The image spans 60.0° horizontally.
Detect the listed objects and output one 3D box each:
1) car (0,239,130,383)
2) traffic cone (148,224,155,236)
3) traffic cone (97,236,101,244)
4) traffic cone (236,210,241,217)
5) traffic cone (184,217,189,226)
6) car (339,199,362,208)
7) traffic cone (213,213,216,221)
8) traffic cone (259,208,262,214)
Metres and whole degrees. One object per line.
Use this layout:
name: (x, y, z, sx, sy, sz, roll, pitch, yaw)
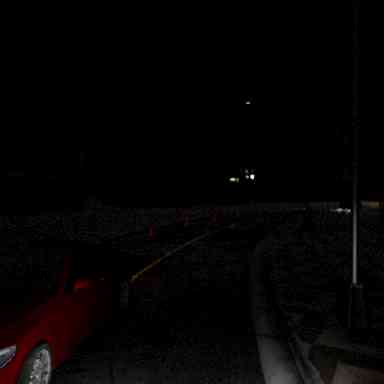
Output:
car: (-2.295, 1.533, 5.061, 1.812, 1.442, 4.674, 0, 0, 6)
traffic cone: (-2.170, 1.999, 17.701, 0.340, 0.580, 0.340, 0, 0, 18)
traffic cone: (-3.540, 1.979, 12.654, 0.340, 0.580, 0.340, 0, 0, 13)
traffic cone: (4.455, 2.062, 31.882, 0.340, 0.580, 0.340, 0, 0, 32)
traffic cone: (-0.371, 2.021, 22.613, 0.340, 0.580, 0.340, 0, 0, 23)
car: (22.996, 1.722, 48.220, 4.181, 1.385, 1.994, 0, 0, -42)
traffic cone: (1.843, 2.044, 27.352, 0.340, 0.580, 0.340, 0, 0, 27)
traffic cone: (7.447, 2.074, 36.172, 0.340, 0.580, 0.340, 0, 0, 37)
